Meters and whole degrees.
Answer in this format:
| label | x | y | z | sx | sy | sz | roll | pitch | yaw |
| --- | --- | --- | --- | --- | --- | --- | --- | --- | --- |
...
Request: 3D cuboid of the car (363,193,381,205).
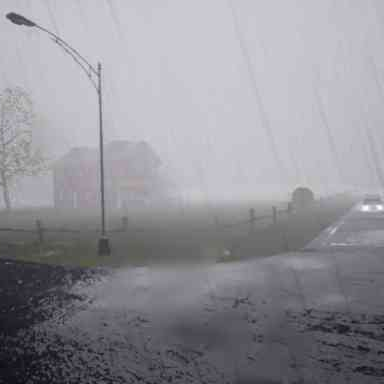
| label | x | y | z | sx | sy | sz | roll | pitch | yaw |
| --- | --- | --- | --- | --- | --- | --- | --- | --- | --- |
| car | 22.435 | 0.839 | 41.469 | 1.895 | 1.301 | 4.718 | -3 | -1 | 29 |
